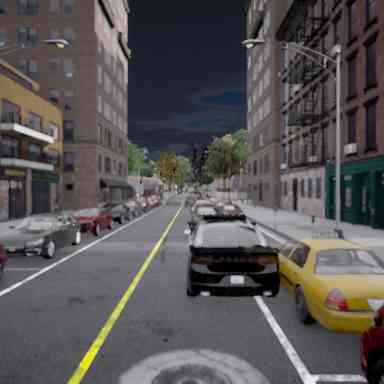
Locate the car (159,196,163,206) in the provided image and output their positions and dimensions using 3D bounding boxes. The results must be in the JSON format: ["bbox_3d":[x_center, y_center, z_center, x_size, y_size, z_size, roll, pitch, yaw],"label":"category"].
[{"bbox_3d":[-5.424,1.183,45.286,1.967,1.590,4.097,0,0,0],"label":"car"}]

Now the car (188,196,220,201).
[{"bbox_3d":[0.805,1.308,24.705,1.801,1.575,5.366,0,0,0],"label":"car"}]

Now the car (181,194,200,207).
[{"bbox_3d":[-0.020,1.230,46.336,2.128,1.511,4.902,0,0,0],"label":"car"}]

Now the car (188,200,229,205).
[{"bbox_3d":[0.810,1.415,18.515,1.812,1.442,4.674,0,0,0],"label":"car"}]

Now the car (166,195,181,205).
[{"bbox_3d":[-2.838,1.319,50.098,1.895,1.301,4.718,0,0,0],"label":"car"}]

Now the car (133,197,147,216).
[{"bbox_3d":[-5.410,1.381,28.730,2.008,1.369,4.403,0,0,0],"label":"car"}]

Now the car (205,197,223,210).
[{"bbox_3d":[2.605,1.316,39.777,1.887,1.381,4.507,0,0,0],"label":"car"}]

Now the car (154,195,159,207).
[{"bbox_3d":[-5.420,1.298,39.597,1.752,1.417,4.829,0,0,0],"label":"car"}]

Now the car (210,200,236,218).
[{"bbox_3d":[2.614,1.412,28.740,1.802,1.307,4.206,0,0,0],"label":"car"}]

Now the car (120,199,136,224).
[{"bbox_3d":[-5.406,1.428,23.212,1.947,1.339,4.313,0,0,0],"label":"car"}]

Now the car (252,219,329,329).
[{"bbox_3d":[2.628,1.484,6.836,1.752,1.417,4.829,0,0,0],"label":"car"}]

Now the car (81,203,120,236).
[{"bbox_3d":[-5.401,1.439,17.693,1.887,1.381,4.507,0,0,0],"label":"car"}]

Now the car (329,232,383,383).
[{"bbox_3d":[2.637,1.307,1.148,2.192,1.841,5.009,0,0,0],"label":"car"}]

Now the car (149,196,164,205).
[{"bbox_3d":[-5.429,1.297,50.805,1.802,1.307,4.206,0,0,0],"label":"car"}]

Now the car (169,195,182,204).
[{"bbox_3d":[-2.796,1.250,56.513,1.994,1.385,4.181,0,0,0],"label":"car"}]

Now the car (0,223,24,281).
[{"bbox_3d":[-5.392,1.542,6.656,1.802,1.307,4.206,0,0,0],"label":"car"}]

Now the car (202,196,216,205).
[{"bbox_3d":[2.596,1.280,50.813,1.947,1.339,4.313,0,0,0],"label":"car"}]

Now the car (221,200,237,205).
[{"bbox_3d":[2.619,1.443,23.222,1.802,1.307,4.206,0,0,0],"label":"car"}]

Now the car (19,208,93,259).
[{"bbox_3d":[-5.397,1.478,12.174,2.008,1.369,4.403,0,0,0],"label":"car"}]

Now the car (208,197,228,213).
[{"bbox_3d":[2.610,1.325,34.429,1.752,1.417,4.829,0,0,0],"label":"car"}]

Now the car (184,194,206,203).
[{"bbox_3d":[0.581,1.145,59.690,1.882,1.535,5.008,0,0,27],"label":"car"}]

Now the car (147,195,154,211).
[{"bbox_3d":[-5.415,1.241,34.248,1.967,1.590,4.097,0,0,0],"label":"car"}]

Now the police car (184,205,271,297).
[{"bbox_3d":[0.818,1.373,8.624,1.930,1.638,5.238,0,0,0],"label":"police car"}]

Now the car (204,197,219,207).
[{"bbox_3d":[2.601,1.325,45.295,1.802,1.307,4.206,0,0,0],"label":"car"}]
